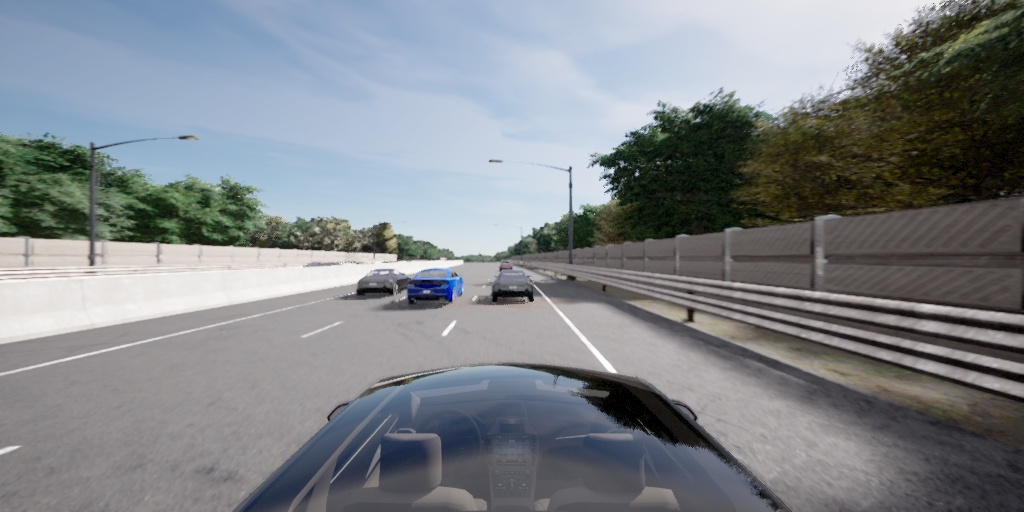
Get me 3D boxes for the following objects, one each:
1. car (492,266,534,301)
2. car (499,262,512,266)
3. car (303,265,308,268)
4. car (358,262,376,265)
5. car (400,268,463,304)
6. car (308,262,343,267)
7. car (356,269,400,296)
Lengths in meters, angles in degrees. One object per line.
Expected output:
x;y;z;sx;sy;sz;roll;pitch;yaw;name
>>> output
0.024;1.376;17.980;1.994;1.385;4.181;0;0;-1;car
-0.904;1.609;53.549;1.994;1.385;4.181;0;0;-2;car
-25.316;1.496;46.692;2.128;1.511;4.902;0;0;-2;car
-18.256;1.465;45.066;1.882;1.535;5.008;0;0;-1;car
-3.445;1.289;16.816;1.882;1.535;5.008;0;0;-1;car
-21.679;1.476;42.595;1.837;1.490;4.892;0;0;-1;car
-6.991;1.393;19.949;1.994;1.385;4.181;0;0;-1;car
